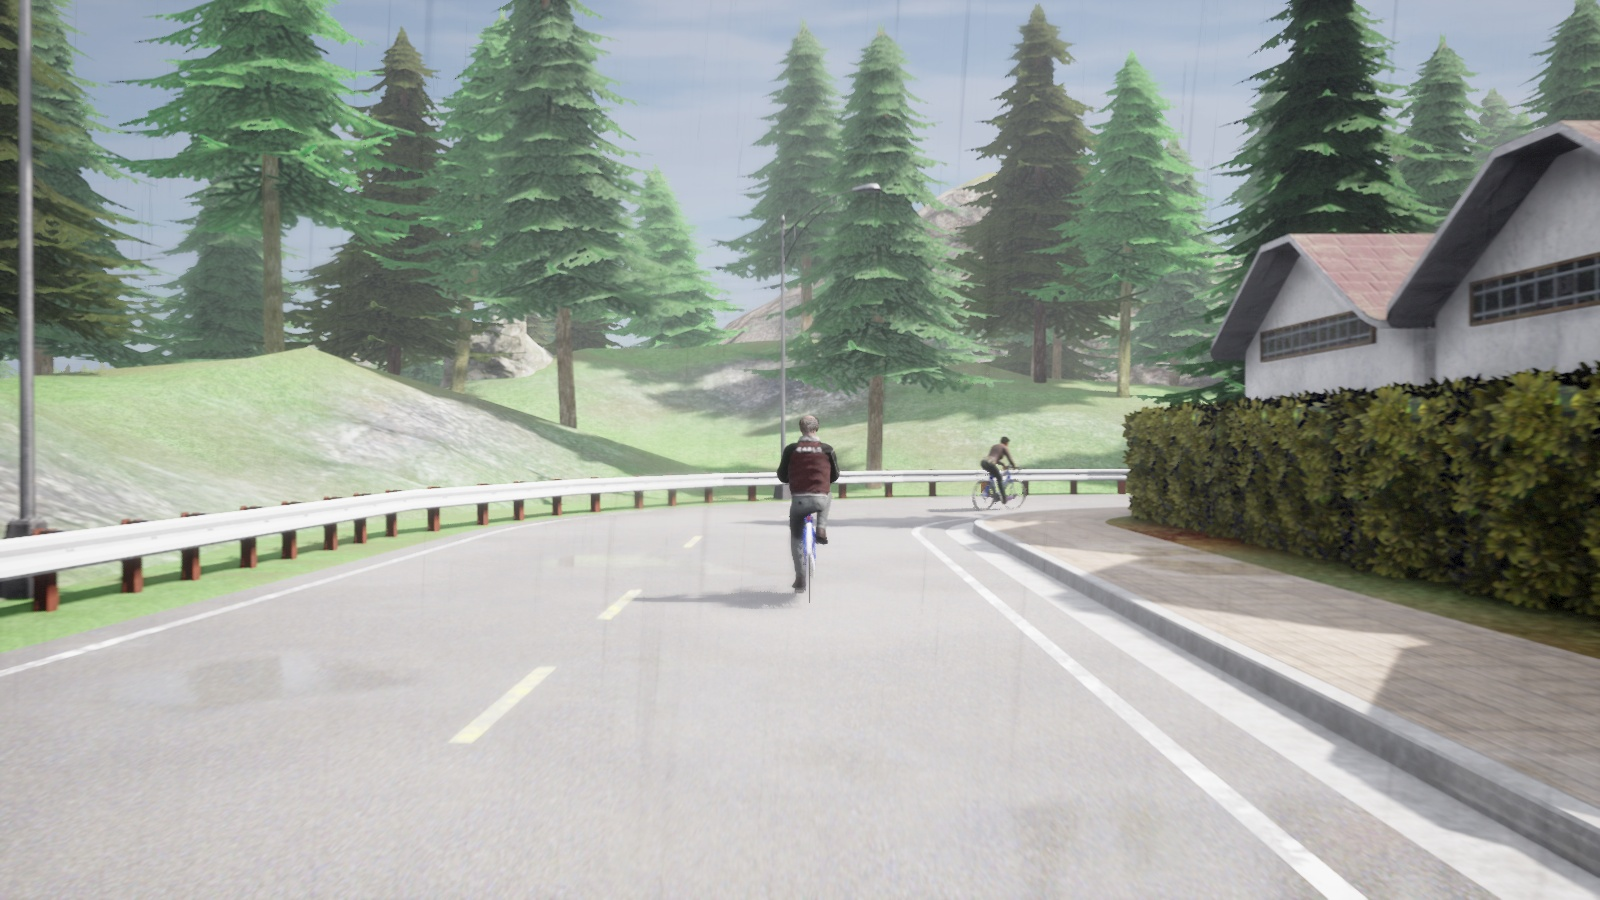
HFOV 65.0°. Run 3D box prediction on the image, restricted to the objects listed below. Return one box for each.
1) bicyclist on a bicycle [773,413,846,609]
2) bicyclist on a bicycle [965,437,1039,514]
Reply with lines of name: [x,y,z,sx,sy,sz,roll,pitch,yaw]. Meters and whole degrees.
bicyclist on a bicycle: [0.091,0.548,12.300,0.659,1.776,1.843,0,1,0]
bicyclist on a bicycle: [4.382,0.534,27.249,1.656,1.620,0.582,0,1,-38]
